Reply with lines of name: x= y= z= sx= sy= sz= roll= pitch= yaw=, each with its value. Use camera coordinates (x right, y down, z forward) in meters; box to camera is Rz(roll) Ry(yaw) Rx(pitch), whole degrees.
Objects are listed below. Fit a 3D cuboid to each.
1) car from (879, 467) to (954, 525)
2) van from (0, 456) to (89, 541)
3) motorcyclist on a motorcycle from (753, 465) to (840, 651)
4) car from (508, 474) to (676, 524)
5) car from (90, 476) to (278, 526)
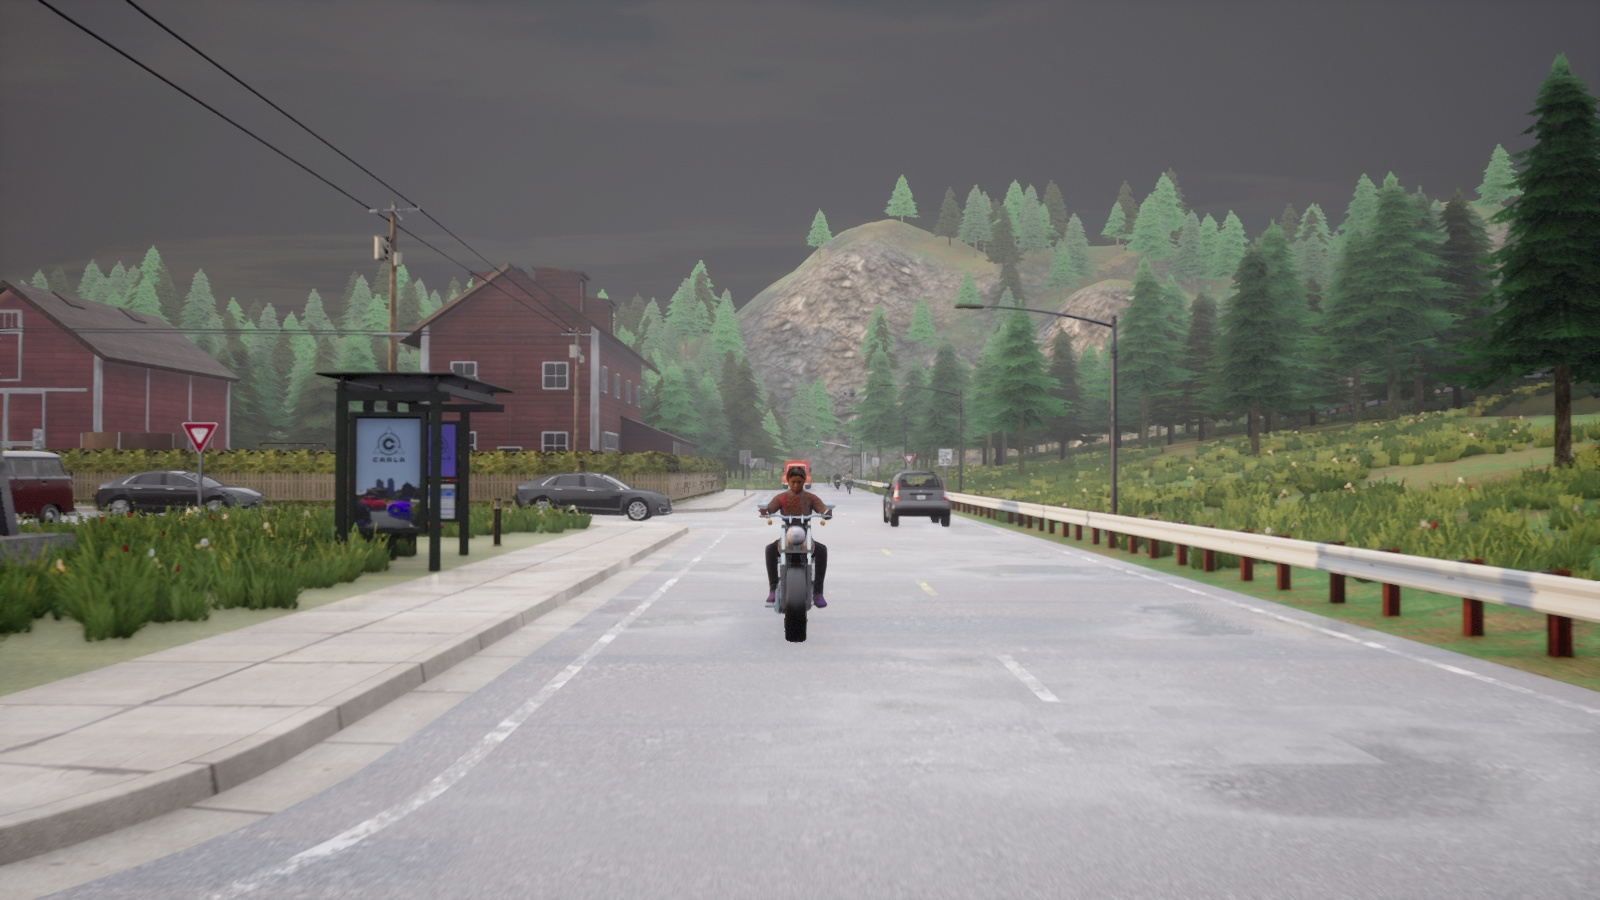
car: x=3.409 y=1.327 z=37.352 sx=1.851 sy=1.617 sz=3.988 roll=0 pitch=-1 yaw=0
van: x=-19.547 y=1.150 z=30.025 sx=1.775 sy=1.987 sz=4.442 roll=-1 pitch=-1 yaw=16
motorcyclist on a motorcycle: x=-0.030 y=0.972 z=12.327 sx=0.766 sy=1.649 sz=2.350 roll=0 pitch=-1 yaw=0
car: x=-6.376 y=1.495 z=38.861 sx=4.892 sy=1.490 sz=1.837 roll=0 pitch=-1 yaw=-1
car: x=-18.929 y=1.545 z=38.719 sx=4.892 sy=1.490 sz=1.837 roll=0 pitch=-1 yaw=0
